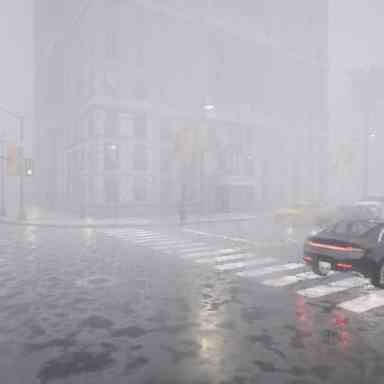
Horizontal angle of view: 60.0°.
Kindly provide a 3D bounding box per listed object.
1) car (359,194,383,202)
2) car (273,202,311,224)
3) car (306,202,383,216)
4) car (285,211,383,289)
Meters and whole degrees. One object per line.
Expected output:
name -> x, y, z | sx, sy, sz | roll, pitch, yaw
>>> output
car -> 16.400, 1.219, 29.482 | 5.566, 2.045, 2.150 | 0, 0, -33
car -> 7.935, 1.476, 23.831 | 5.008, 1.535, 1.882 | 0, 0, -34
car -> 9.871, 1.546, 20.919 | 5.357, 1.411, 2.033 | 0, 0, -34
car -> 5.118, 1.498, 9.155 | 4.902, 1.511, 2.128 | 0, 0, -34
